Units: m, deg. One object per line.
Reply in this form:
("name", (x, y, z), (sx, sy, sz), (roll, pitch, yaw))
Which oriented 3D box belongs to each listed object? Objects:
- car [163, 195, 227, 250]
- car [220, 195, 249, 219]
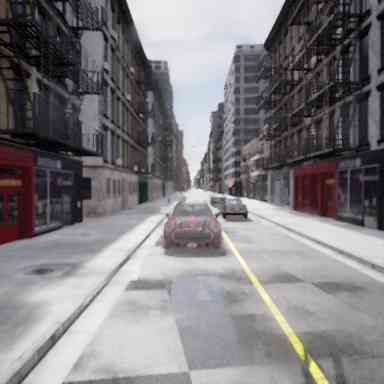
("car", (0.024, 1.165, 13.374), (2.097, 1.767, 4.553), (0, 1, 0))
("car", (3.091, 1.193, 25.352), (2.033, 1.411, 5.357), (0, 1, 1))
